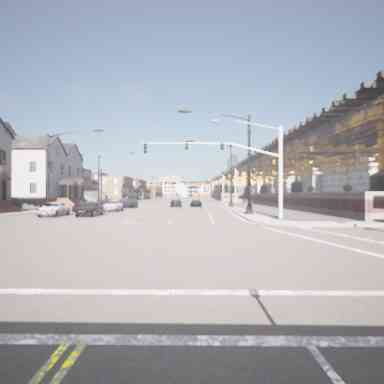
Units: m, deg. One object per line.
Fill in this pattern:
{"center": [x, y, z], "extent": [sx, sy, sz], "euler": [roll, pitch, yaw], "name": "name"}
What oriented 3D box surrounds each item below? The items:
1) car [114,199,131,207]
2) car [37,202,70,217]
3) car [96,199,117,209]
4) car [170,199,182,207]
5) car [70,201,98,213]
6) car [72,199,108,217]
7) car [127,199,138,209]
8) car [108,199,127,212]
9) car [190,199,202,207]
{"center": [-13.209, 1.980, 63.299], "extent": [2.033, 1.411, 5.357], "euler": [0, 0, 2], "name": "car"}
{"center": [-13.945, 1.757, 33.805], "extent": [1.812, 1.442, 4.674], "euler": [0, 0, 2], "name": "car"}
{"center": [-13.497, 1.865, 52.747], "extent": [1.837, 1.490, 4.892], "euler": [0, 0, 1], "name": "car"}
{"center": [-2.774, 1.891, 58.543], "extent": [2.128, 1.511, 4.902], "euler": [0, 0, 1], "name": "car"}
{"center": [-13.733, 1.855, 42.515], "extent": [1.994, 1.385, 4.181], "euler": [0, 0, 2], "name": "car"}
{"center": [-10.437, 1.738, 34.098], "extent": [1.837, 1.490, 4.892], "euler": [0, 0, 1], "name": "car"}
{"center": [-9.973, 1.845, 53.809], "extent": [1.882, 1.535, 5.008], "euler": [0, 0, 1], "name": "car"}
{"center": [-10.215, 1.822, 43.334], "extent": [1.812, 1.442, 4.674], "euler": [0, 0, 1], "name": "car"}
{"center": [0.725, 1.963, 58.462], "extent": [1.994, 1.385, 4.181], "euler": [0, 0, 1], "name": "car"}
